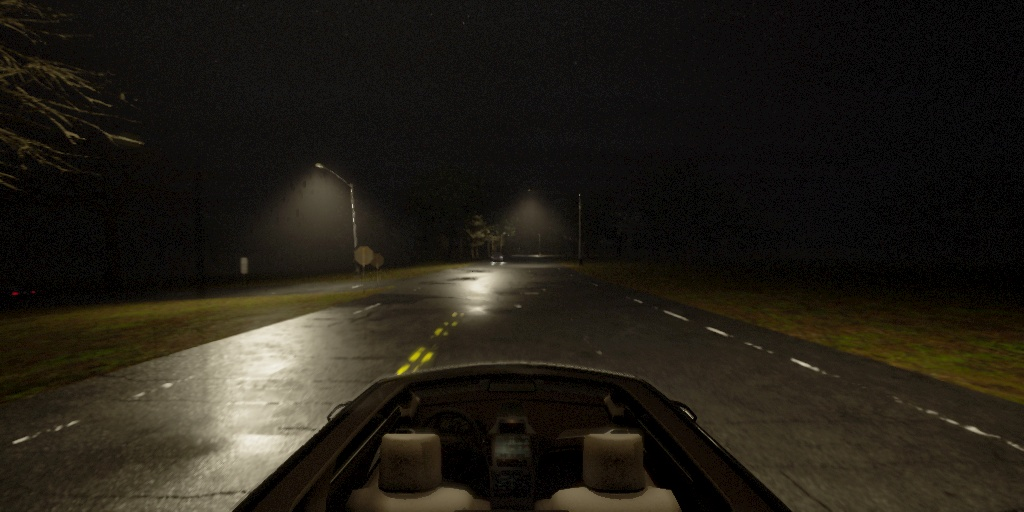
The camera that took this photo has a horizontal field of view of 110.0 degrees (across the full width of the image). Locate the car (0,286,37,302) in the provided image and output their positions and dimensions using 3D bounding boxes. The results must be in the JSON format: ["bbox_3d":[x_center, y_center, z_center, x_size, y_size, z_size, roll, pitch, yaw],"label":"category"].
[{"bbox_3d":[-48.859,3.650,34.167,5.357,1.411,2.033,-3,2,1],"label":"car"}]

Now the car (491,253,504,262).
[{"bbox_3d":[-2.584,0.184,64.796,2.097,1.767,4.553,0,1,2],"label":"car"}]
